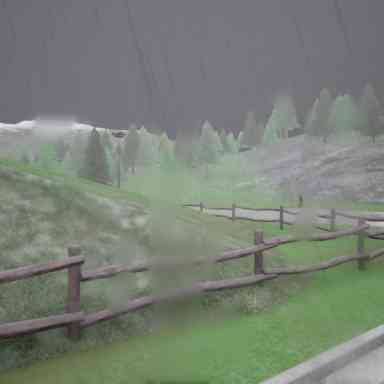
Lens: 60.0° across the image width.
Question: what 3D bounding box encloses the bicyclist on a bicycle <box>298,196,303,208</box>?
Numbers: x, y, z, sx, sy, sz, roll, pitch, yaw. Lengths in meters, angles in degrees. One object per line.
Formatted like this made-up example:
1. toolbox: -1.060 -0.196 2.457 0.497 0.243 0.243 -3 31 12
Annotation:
1. bicyclist on a bicycle: 14.321 1.302 43.832 0.582 1.620 1.656 0 0 34
